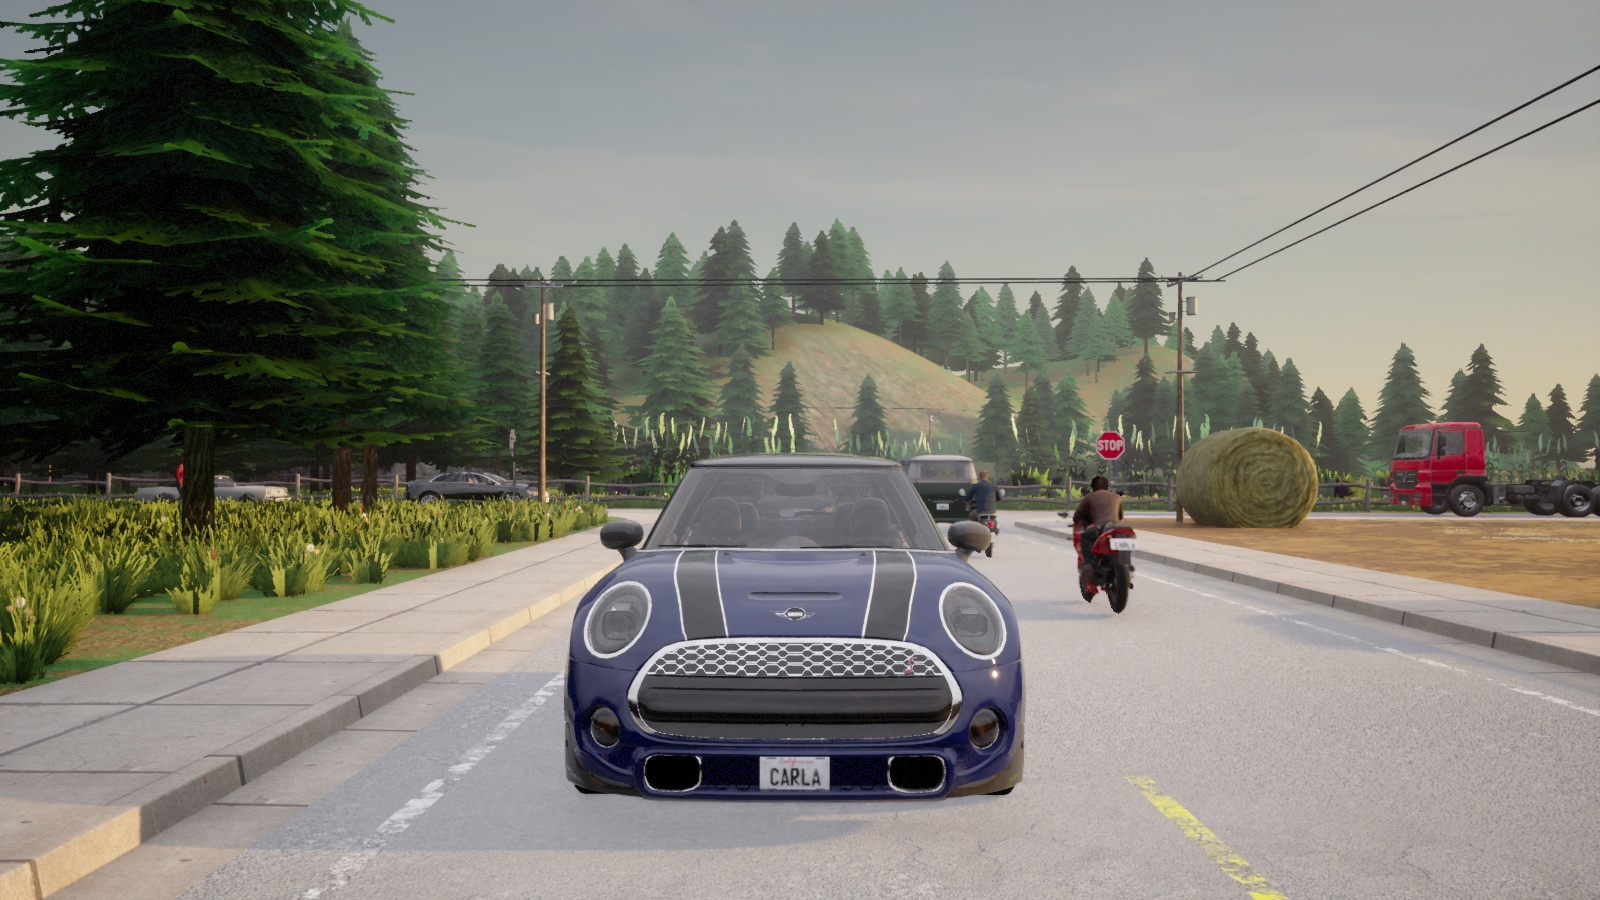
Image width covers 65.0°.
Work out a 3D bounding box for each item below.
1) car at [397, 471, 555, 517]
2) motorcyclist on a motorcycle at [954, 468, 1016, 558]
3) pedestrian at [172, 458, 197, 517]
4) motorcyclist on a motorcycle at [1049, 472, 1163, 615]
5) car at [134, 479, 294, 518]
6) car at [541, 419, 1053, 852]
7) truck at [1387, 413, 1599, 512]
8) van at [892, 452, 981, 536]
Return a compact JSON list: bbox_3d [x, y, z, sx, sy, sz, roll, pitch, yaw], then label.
[{"bbox_3d":[-11.184,1.512,43.634,4.902,1.511,2.128,0,-1,3],"label":"car"},{"bbox_3d":[3.438,1.147,23.480,0.866,1.590,1.817,0,0,0],"label":"motorcyclist on a motorcycle"},{"bbox_3d":[-19.274,1.176,39.313,0.636,1.846,0.331,0,-1,12],"label":"pedestrian"},{"bbox_3d":[3.462,1.023,14.404,0.797,1.523,2.044,0,-2,0],"label":"motorcyclist on a motorcycle"},{"bbox_3d":[-20.475,1.699,44.022,4.718,1.301,1.895,0,-1,1],"label":"car"},{"bbox_3d":[-0.021,0.798,7.441,2.097,1.767,4.553,0,-1,0],"label":"car"},{"bbox_3d":[25.905,0.455,45.448,7.936,3.462,2.891,0,-1,3],"label":"truck"},{"bbox_3d":[3.415,1.092,32.132,1.775,1.987,4.442,0,-1,0],"label":"van"}]
